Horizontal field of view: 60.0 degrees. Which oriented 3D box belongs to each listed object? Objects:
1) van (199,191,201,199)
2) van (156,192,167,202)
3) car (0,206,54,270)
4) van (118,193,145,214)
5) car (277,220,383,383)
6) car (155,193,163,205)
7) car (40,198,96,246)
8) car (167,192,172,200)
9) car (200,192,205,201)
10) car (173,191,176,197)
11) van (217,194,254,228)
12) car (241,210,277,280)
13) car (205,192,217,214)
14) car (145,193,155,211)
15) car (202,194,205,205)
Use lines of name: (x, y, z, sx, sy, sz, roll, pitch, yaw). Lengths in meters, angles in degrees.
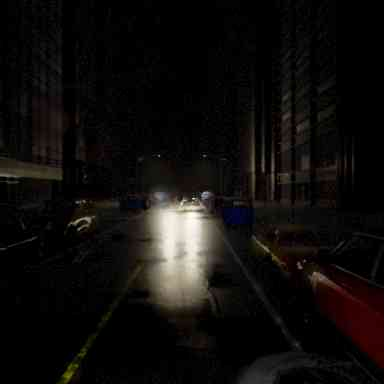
van: (2.617, 0.942, 59.847, 1.690, 1.788, 3.998, 0, 0, 0)
van: (-5.909, 0.947, 59.817, 1.690, 1.788, 3.998, 0, 0, 0)
car: (-5.782, 1.379, 9.333, 1.967, 1.590, 4.097, 0, 0, 0)
van: (-5.839, 1.130, 31.770, 1.690, 1.788, 3.998, 0, 0, 0)
car: (2.757, 1.287, 3.757, 2.192, 1.841, 5.009, 0, 0, 0)
car: (-5.881, 1.230, 48.600, 2.008, 1.369, 4.403, 0, 0, 0)
car: (-5.796, 1.217, 14.942, 2.192, 1.841, 5.009, 0, 0, 0)
car: (-5.937, 0.974, 71.037, 1.967, 1.590, 4.097, 0, 0, 0)
car: (2.644, 1.114, 48.629, 1.967, 1.590, 4.097, 0, 0, 0)
car: (-5.979, 0.956, 87.695, 1.752, 1.417, 4.829, 0, 0, 0)
van: (2.715, 1.200, 20.584, 1.690, 1.788, 3.998, 0, 0, 0)
car: (2.742, 1.458, 9.538, 1.752, 1.417, 4.829, 0, 0, 0)
car: (2.687, 1.099, 31.802, 2.192, 1.841, 5.009, 0, 0, 0)
car: (-5.853, 1.067, 37.379, 2.192, 1.841, 5.009, 0, 0, 0)
car: (2.659, 1.255, 43.021, 1.887, 1.381, 4.507, 0, 0, 0)
